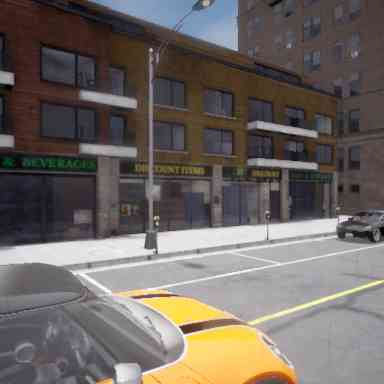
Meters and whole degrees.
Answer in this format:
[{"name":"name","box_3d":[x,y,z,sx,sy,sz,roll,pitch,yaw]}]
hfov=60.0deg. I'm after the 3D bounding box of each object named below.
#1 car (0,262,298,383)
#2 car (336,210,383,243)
[{"name":"car","box_3d":[-1.275,1.351,2.370,4.553,1.767,2.097,0,0,-36]},{"name":"car","box_3d":[8.836,1.566,16.200,4.313,1.339,1.947,0,0,-35]}]
